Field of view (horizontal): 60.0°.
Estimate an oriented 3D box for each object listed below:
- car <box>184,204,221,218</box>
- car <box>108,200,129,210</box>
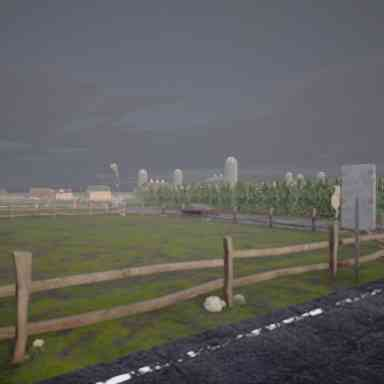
[{"bbox_3d":[0.940,1.954,34.534,1.895,1.301,4.718,0,0,-35],"label":"car"},{"bbox_3d":[-11.602,2.020,52.297,1.882,1.535,5.008,0,-1,-35],"label":"car"}]
